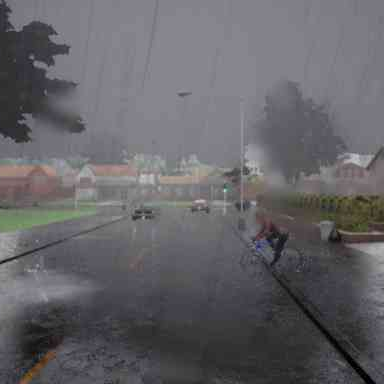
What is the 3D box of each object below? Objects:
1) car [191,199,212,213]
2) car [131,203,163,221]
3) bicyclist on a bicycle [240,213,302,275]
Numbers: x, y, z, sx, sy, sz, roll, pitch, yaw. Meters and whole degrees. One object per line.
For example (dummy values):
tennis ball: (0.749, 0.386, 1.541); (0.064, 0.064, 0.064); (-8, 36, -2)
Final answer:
car: (1.091, 1.468, 36.349); (1.812, 1.442, 4.674); (0, 0, 8)
car: (-3.495, 1.558, 26.382); (1.895, 1.301, 4.718); (0, 0, 1)
bicyclist on a bicycle: (2.059, 1.366, 8.855); (1.656, 1.620, 0.582); (-6, 0, 1)
